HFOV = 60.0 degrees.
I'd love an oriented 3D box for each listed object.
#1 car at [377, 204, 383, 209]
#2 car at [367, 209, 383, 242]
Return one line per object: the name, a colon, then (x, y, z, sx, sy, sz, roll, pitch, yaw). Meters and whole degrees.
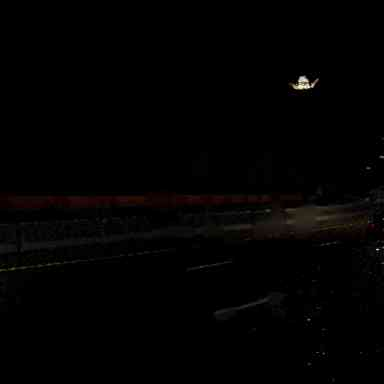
car: (15.708, 1.701, 26.012, 1.837, 1.490, 4.892, 1, 0, 44)
car: (10.225, 1.684, 16.222, 4.181, 1.385, 1.994, 0, -1, -42)
